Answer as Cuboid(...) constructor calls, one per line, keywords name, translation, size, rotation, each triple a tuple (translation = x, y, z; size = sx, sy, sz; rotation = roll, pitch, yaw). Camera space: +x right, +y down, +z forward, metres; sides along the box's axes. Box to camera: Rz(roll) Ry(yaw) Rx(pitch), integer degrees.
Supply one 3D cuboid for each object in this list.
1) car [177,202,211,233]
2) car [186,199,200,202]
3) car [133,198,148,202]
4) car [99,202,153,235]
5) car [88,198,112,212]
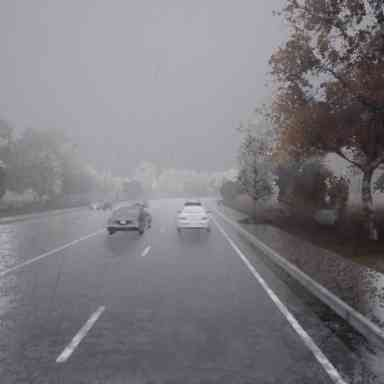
Cuboid(name="car", translation=(0.109, 1.525, 19.591), size=(1.812, 1.442, 4.674), rotation=(0, 0, 0))
Cuboid(name="car", translation=(0.115, 1.477, 37.417), size=(1.882, 1.535, 5.008), rotation=(0, 0, 0))
Cuboid(name="car", translation=(-7.043, 1.563, 45.223), size=(1.994, 1.385, 4.181), rotation=(0, 0, 0))
Cuboid(name="car", translation=(-3.393, 1.547, 18.911), size=(2.033, 1.411, 5.357), rotation=(0, 0, 0))
Cuboid(name="car", translation=(-10.569, 1.492, 38.703), size=(2.128, 1.511, 4.902), rotation=(0, 0, 0))
